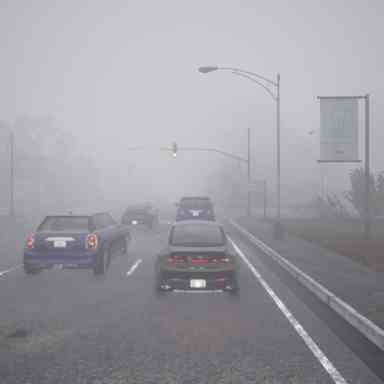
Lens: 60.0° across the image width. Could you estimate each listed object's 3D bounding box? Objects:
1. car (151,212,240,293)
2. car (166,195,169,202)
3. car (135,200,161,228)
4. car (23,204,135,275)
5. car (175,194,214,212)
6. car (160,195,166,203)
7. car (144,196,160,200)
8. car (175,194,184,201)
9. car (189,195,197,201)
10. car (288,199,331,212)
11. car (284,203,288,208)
[{"bbox_3d":[0.122,1.507,8.860,1.837,1.490,4.892,0,0,0],"label":"car"},{"bbox_3d":[-6.815,1.488,75.197,1.882,1.535,5.008,0,0,0],"label":"car"},{"bbox_3d":[-3.347,1.509,21.881,1.837,1.490,4.892,0,0,0],"label":"car"},{"bbox_3d":[-3.374,1.353,10.636,2.097,1.767,4.553,0,0,0],"label":"car"},{"bbox_3d":[0.156,1.228,20.103,2.150,2.045,5.566,0,0,-1],"label":"car"},{"bbox_3d":[-6.875,1.556,65.419,2.033,1.411,5.357,0,0,1],"label":"car"},{"bbox_3d":[-6.948,1.533,55.693,1.812,1.442,4.674,0,0,0],"label":"car"},{"bbox_3d":[-3.287,1.367,86.597,2.097,1.767,4.553,0,0,0],"label":"car"},{"bbox_3d":[0.212,1.483,85.900,1.882,1.535,5.008,0,0,0],"label":"car"},{"bbox_3d":[14.147,1.510,38.613,4.892,1.490,1.837,0,0,3],"label":"car"},{"bbox_3d":[14.557,1.553,42.096,5.357,1.411,2.033,0,0,3],"label":"car"}]
